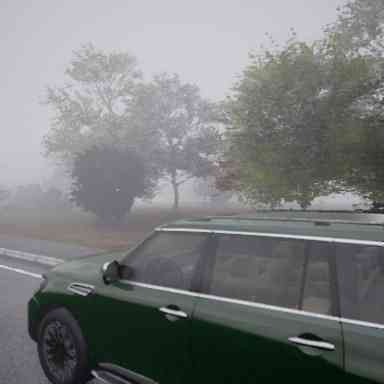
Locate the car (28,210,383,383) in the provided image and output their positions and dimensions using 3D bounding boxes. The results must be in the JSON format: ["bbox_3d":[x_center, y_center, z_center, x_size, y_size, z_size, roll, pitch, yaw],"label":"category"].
[{"bbox_3d":[0.529,1.219,3.595,5.566,2.045,2.150,0,0,35],"label":"car"}]
